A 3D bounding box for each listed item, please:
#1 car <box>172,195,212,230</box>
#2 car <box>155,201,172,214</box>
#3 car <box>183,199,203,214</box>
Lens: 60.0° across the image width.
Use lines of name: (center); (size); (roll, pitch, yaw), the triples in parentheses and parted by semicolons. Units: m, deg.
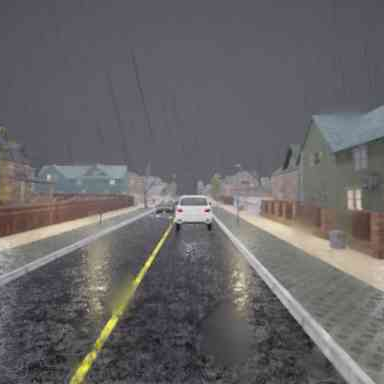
car: (0.099, 1.227, 21.472); (2.150, 2.045, 5.566); (0, 0, 0)
car: (-2.746, 1.615, 35.530); (2.033, 1.411, 5.357); (0, 0, 0)
car: (0.104, 1.518, 36.689); (2.128, 1.511, 4.902); (0, 0, 0)
